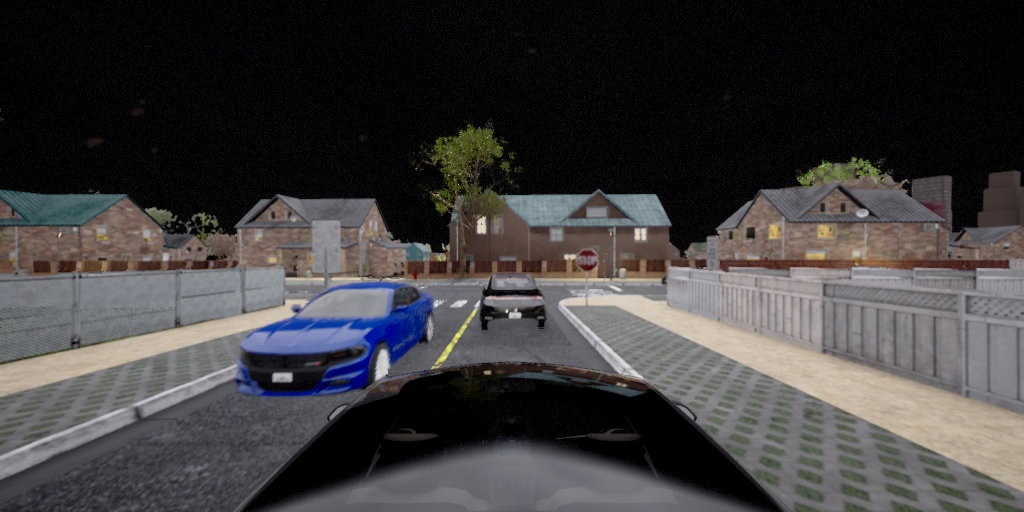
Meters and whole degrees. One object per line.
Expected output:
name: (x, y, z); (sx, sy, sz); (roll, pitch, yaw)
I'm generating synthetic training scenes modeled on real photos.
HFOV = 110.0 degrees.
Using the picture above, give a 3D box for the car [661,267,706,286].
car: (11.862, 1.402, 22.961); (4.181, 1.385, 1.994); (0, 1, 1)

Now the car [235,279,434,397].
car: (-2.861, 1.260, 6.982); (1.882, 1.535, 5.008); (0, 0, 0)

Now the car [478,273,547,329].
car: (-0.057, 1.302, 11.528); (2.128, 1.511, 4.902); (0, 0, -3)

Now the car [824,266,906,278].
car: (22.061, 1.358, 22.691); (4.674, 1.442, 1.812); (0, 1, 1)
